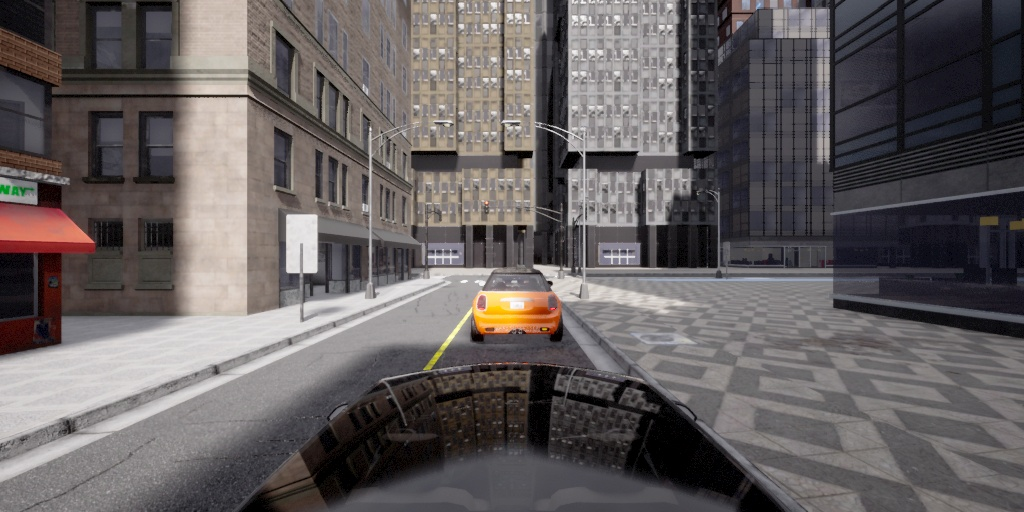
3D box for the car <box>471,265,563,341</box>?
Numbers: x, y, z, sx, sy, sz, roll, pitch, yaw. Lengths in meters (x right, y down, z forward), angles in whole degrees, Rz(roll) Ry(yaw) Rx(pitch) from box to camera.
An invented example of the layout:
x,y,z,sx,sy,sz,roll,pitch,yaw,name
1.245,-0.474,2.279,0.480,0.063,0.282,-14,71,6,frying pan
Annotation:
x,y,z,sx,sy,sz,roll,pitch,yaw,name
0.106,1.102,10.003,2.097,1.767,4.553,0,0,0,car
